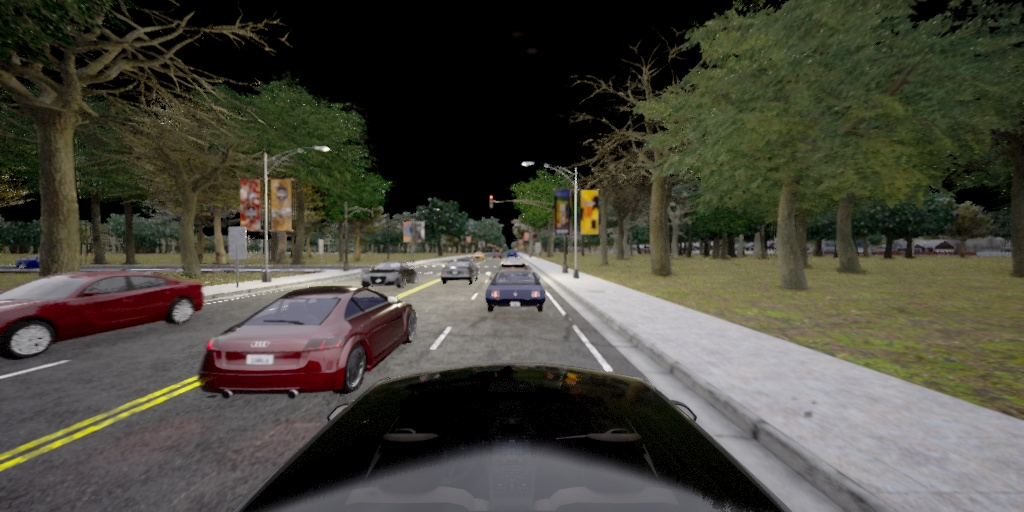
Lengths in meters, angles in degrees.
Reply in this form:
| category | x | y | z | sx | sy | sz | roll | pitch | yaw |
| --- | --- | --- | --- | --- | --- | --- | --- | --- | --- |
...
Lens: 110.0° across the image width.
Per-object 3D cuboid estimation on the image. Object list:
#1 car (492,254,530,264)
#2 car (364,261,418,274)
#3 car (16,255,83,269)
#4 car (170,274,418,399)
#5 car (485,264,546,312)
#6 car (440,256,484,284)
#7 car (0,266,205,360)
| category | x | y | z | sx | sy | sz | roll | pitch | yaw |
| --- | --- | --- | --- | --- | --- | --- | --- | --- | --- |
| car | 0.096 | 0.840 | 23.067 | 2.128 | 1.511 | 4.902 | 0 | 1 | 1 |
| car | -6.559 | 0.983 | 19.587 | 1.994 | 1.385 | 4.181 | 0 | 1 | 0 |
| car | -45.304 | 0.595 | 35.183 | 5.008 | 1.535 | 1.882 | 0 | 1 | 0 |
| car | -3.143 | 1.226 | 6.480 | 1.994 | 1.385 | 4.181 | 0 | 1 | 0 |
| car | 0.111 | 1.137 | 13.036 | 1.895 | 1.301 | 4.718 | 0 | 1 | 0 |
| car | -3.133 | 0.914 | 22.260 | 2.033 | 1.411 | 5.357 | 0 | 1 | 0 |
| car | -9.841 | 1.112 | 8.263 | 1.882 | 1.535 | 5.008 | 0 | 1 | 0 |
